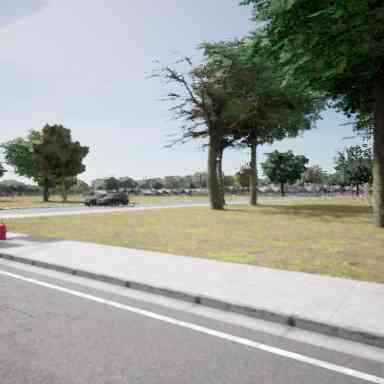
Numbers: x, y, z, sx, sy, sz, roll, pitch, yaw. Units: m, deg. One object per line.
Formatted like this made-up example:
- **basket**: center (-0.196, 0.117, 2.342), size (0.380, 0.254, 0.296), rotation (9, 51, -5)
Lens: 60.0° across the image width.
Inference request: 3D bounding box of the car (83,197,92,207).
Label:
- **car**: center (-14.986, 1.285, 54.042), size (2.150, 2.045, 5.566), rotation (-1, 0, 35)

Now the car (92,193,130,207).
- **car**: center (-12.317, 1.257, 52.202), size (2.150, 2.045, 5.566), rotation (-1, 0, 35)
